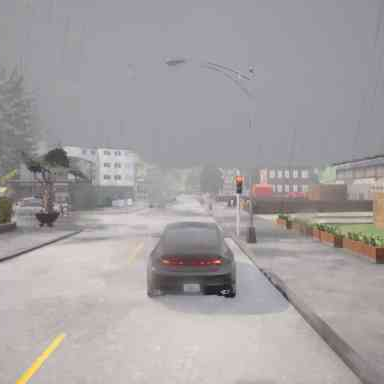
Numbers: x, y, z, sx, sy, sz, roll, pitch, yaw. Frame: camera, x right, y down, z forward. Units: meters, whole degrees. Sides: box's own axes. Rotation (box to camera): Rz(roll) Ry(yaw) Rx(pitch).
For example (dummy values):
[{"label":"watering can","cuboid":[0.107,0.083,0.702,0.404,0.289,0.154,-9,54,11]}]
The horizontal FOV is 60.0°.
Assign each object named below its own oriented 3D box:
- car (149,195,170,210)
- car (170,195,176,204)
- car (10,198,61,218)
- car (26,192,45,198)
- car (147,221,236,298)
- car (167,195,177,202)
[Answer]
[{"label":"car","cuboid":[-4.461,1.492,43.246,2.128,1.511,4.902,0,0,0]},{"label":"car","cuboid":[-4.583,1.477,62.558,1.882,1.535,5.008,0,0,0]},{"label":"car","cuboid":[-14.300,1.526,29.962,4.674,1.442,1.812,0,0,1]},{"label":"car","cuboid":[-20.111,0.986,42.178,1.905,1.878,3.866,0,0,35]},{"label":"car","cuboid":[-0.008,1.505,8.495,1.837,1.490,4.892,0,0,0]},{"label":"car","cuboid":[-4.656,1.464,78.040,1.882,1.535,5.008,0,0,0]}]
